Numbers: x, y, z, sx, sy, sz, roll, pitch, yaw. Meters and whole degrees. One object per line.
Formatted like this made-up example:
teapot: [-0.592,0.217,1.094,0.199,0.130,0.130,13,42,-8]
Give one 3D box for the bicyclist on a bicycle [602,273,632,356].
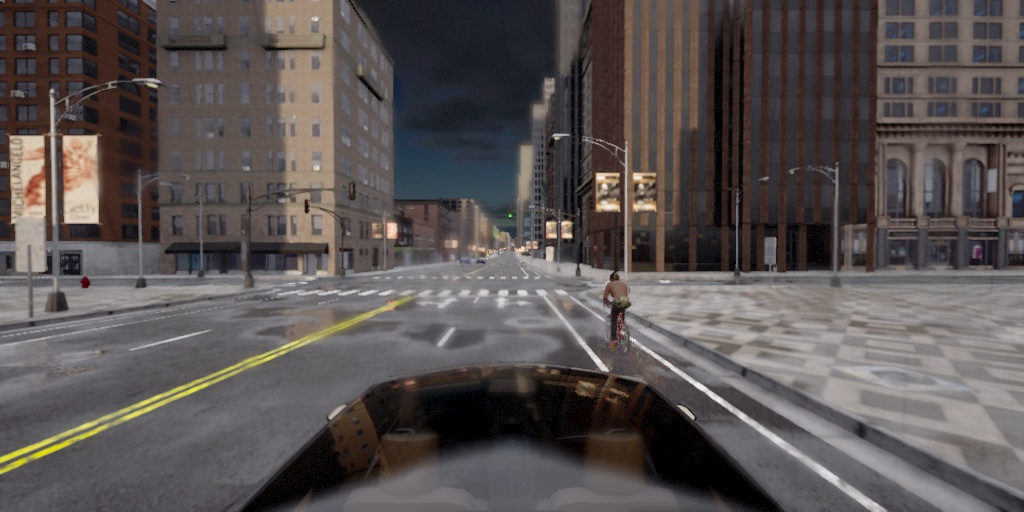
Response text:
bicyclist on a bicycle: [2.251,1.207,7.700,0.582,1.620,1.656,0,0,0]
